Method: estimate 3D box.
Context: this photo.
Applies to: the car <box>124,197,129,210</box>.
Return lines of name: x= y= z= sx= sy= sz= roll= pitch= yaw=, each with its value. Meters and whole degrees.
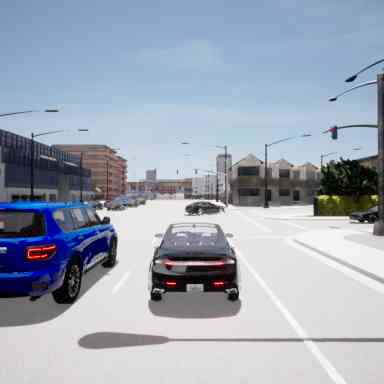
car: x=-10.669 y=1.883 z=46.822 sx=1.837 sy=1.490 sz=4.892 roll=0 pitch=0 yaw=0

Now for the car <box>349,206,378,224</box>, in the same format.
car: x=15.061 y=1.686 z=25.499 sx=5.357 sy=1.411 sz=2.033 roll=0 pitch=-1 yaw=0

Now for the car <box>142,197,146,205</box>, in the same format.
car: x=-10.608 y=1.832 z=68.612 sx=2.128 sy=1.511 sz=4.902 roll=0 pitch=1 yaw=0

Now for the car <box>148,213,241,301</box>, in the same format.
car: x=0.055 y=1.506 z=8.365 sx=2.128 sy=1.511 sz=4.902 roll=0 pitch=0 yaw=0

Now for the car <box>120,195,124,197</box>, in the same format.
car: x=-14.160 y=1.769 z=59.315 sx=2.097 sy=1.767 sz=4.553 roll=0 pitch=0 yaw=0

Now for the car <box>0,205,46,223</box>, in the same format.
car: x=-14.142 y=1.779 z=27.792 sx=1.895 sy=1.301 sz=4.718 roll=0 pitch=-1 yaw=0

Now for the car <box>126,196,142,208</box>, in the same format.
car: x=-10.670 y=1.971 z=57.896 sx=2.033 sy=1.411 sz=5.357 roll=0 pitch=0 yaw=0

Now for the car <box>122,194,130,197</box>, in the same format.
car: x=-14.109 y=1.550 z=69.406 sx=2.150 sy=2.045 sz=5.566 roll=0 pitch=1 yaw=0

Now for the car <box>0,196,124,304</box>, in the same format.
car: x=-3.446 y=1.239 z=8.320 sx=2.150 sy=2.045 sz=5.566 roll=0 pitch=0 yaw=0

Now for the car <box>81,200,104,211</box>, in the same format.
car: x=-14.177 y=1.897 z=47.695 sx=1.837 sy=1.490 sz=4.892 roll=0 pitch=-1 yaw=0

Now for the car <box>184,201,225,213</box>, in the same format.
car: x=1.451 y=1.787 z=36.590 sx=4.892 sy=1.490 sz=1.837 roll=1 pitch=0 yaw=-37
